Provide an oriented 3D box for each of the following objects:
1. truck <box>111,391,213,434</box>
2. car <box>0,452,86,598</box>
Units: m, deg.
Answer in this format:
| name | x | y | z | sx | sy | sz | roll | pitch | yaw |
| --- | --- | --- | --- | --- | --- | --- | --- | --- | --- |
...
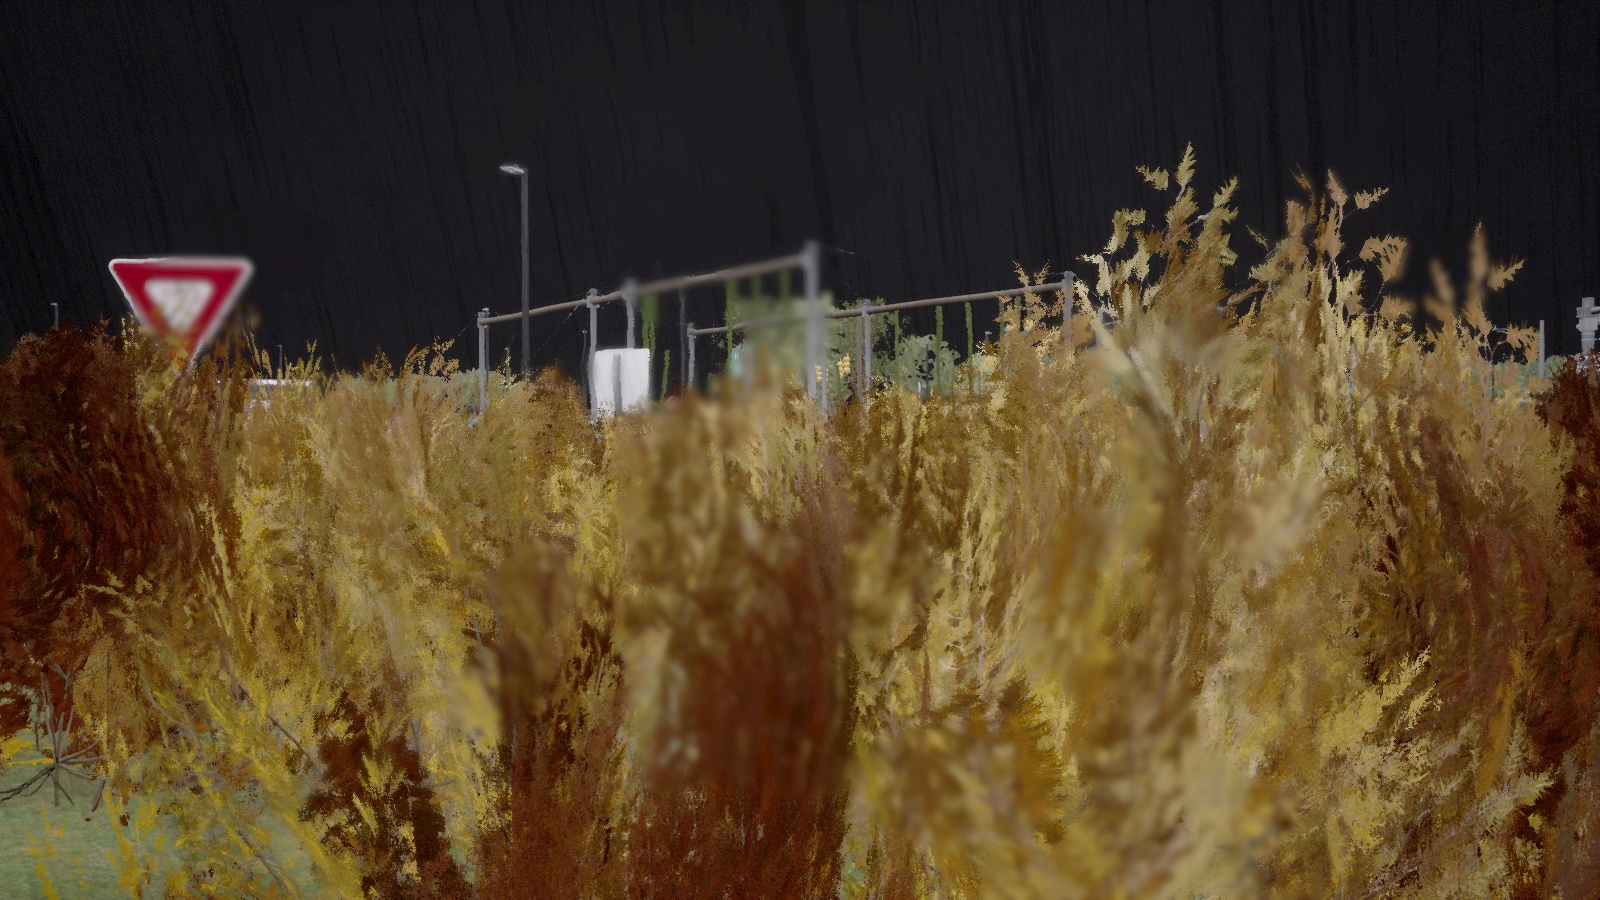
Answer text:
| name | x | y | z | sx | sy | sz | roll | pitch | yaw |
| --- | --- | --- | --- | --- | --- | --- | --- | --- | --- |
| truck | -40.892 | -2.354 | 80.587 | 5.204 | 2.467 | 2.627 | 2 | 0 | -11 |
| car | -10.417 | 0.753 | 13.385 | 4.674 | 1.442 | 1.812 | 0 | 2 | 6 |
